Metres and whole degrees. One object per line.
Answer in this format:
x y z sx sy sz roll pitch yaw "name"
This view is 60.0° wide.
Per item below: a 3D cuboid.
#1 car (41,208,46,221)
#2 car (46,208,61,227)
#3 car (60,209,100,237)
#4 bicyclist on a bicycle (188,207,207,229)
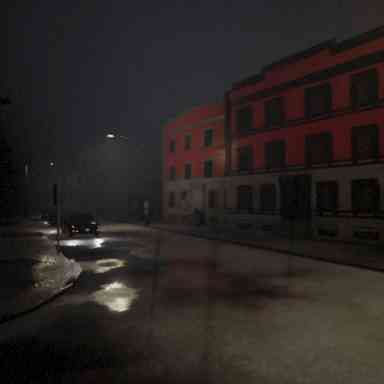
-16.953 2.623 39.947 1.812 1.442 4.674 0 -2 -28 "car"
-11.972 2.314 30.620 1.882 1.535 5.008 0 -1 -28 "car"
-7.464 2.107 22.218 1.837 1.490 4.892 0 -2 -28 "car"
0.416 1.979 25.296 1.656 1.620 0.582 0 -1 -28 "bicyclist on a bicycle"
